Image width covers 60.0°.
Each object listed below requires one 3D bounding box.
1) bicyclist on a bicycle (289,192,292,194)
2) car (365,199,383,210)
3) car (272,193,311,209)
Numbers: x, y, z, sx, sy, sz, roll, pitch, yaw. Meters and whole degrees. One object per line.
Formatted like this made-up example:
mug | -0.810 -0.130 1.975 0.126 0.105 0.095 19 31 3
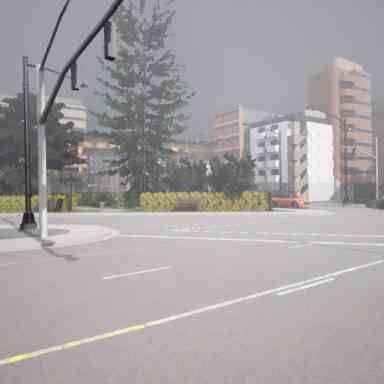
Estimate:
bicyclist on a bicycle | 14.017 0.780 47.087 1.656 1.620 0.582 -1 1 -35
car | 19.768 1.080 32.150 2.033 1.411 5.357 -1 1 -35
car | 11.237 0.959 37.968 2.097 1.767 4.553 -1 1 -35
